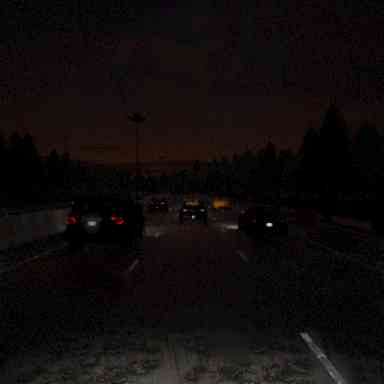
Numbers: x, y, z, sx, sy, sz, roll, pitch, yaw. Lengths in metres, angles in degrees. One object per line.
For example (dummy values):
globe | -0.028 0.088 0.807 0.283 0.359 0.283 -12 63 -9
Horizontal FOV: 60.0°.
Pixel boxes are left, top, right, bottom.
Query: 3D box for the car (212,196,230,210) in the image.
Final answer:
car | 3.419 1.275 40.288 1.882 1.535 5.008 0 0 -1

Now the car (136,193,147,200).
car | -11.586 1.102 76.151 1.837 1.490 4.892 0 0 -1

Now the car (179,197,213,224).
car | 0.095 1.373 23.644 2.128 1.511 4.902 0 0 0

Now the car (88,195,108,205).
car | -14.570 1.245 52.008 1.837 1.490 4.892 0 0 -1

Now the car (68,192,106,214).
car | -10.652 1.052 34.288 2.150 2.045 5.566 0 0 -1

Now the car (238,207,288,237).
car | 3.597 1.476 17.477 1.994 1.385 4.181 0 0 0

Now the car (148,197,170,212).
car | -3.472 1.315 35.167 2.128 1.511 4.902 0 0 -1

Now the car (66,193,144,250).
car | -3.403 1.151 13.992 2.150 2.045 5.566 0 0 0
